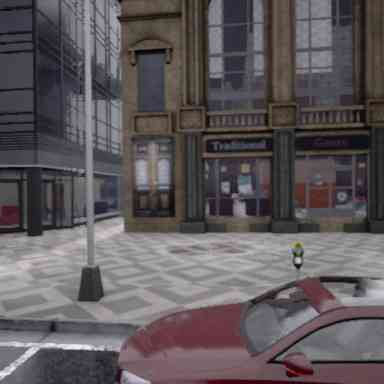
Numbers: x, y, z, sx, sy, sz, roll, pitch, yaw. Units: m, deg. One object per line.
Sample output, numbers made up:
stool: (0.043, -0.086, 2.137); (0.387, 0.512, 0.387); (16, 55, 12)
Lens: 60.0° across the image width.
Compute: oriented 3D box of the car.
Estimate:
car: (1.365, 1.531, 3.175); (4.206, 1.307, 1.802); (-1, 1, 7)
